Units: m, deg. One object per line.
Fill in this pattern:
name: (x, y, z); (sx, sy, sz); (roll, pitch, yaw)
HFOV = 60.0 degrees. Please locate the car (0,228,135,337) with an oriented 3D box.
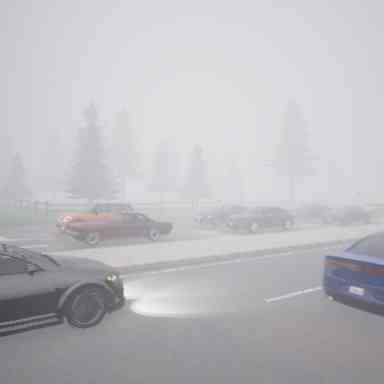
car: (-3.293, 1.563, 5.569); (4.181, 1.385, 1.994); (1, 0, -35)

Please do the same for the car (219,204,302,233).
car: (4.309, 1.625, 20.607); (4.892, 1.490, 1.837); (1, 0, -34)

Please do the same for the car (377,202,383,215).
car: (18.536, 1.760, 34.172); (5.008, 1.535, 1.882); (1, 0, -33)

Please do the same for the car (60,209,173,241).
car: (-3.360, 1.644, 15.533); (4.718, 1.301, 1.895); (1, 0, -33)

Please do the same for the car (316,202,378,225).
car: (12.033, 1.724, 25.716); (4.674, 1.442, 1.812); (1, 0, -33)

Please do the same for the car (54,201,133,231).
car: (-5.176, 1.395, 18.528); (4.553, 1.767, 2.097); (1, 0, -33)

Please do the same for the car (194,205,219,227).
car: (2.451, 1.612, 23.578); (4.902, 1.511, 2.128); (1, 0, -34)

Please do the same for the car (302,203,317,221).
car: (10.282, 1.691, 28.756); (4.902, 1.511, 2.128); (1, 0, -34)

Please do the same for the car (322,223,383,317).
car: (4.866, 1.542, 6.996); (5.008, 1.535, 1.882); (1, 0, -33)
